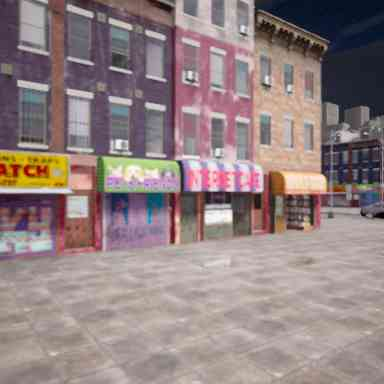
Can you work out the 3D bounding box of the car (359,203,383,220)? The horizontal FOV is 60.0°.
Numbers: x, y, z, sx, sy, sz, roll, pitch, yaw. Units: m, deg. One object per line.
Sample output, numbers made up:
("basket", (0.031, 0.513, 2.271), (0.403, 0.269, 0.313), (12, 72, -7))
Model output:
("car", (15.993, 1.612, 26.501), (2.128, 1.511, 4.902), (0, 0, -35))
